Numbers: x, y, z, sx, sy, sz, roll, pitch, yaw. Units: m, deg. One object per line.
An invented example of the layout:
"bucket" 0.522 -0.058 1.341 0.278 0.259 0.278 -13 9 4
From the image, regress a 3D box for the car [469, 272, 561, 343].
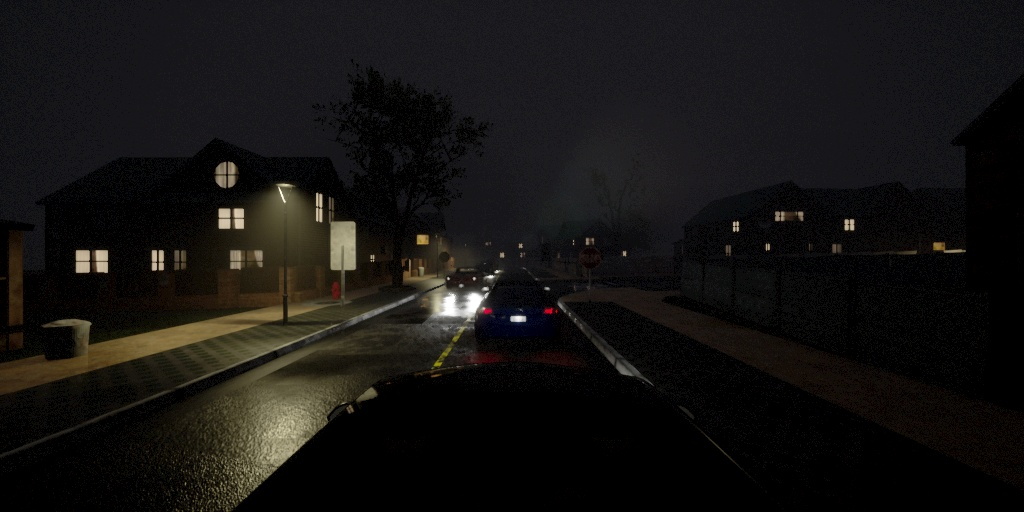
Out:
"car" 0.124 1.311 9.657 1.994 1.385 4.181 0 0 0

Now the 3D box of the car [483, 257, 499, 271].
"car" -2.934 1.066 50.510 2.097 1.767 4.553 0 0 -2

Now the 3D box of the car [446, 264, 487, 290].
"car" -2.802 1.339 22.070 1.895 1.301 4.718 0 0 0

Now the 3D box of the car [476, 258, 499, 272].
"car" -2.775 1.272 38.541 2.033 1.411 5.357 0 0 0
